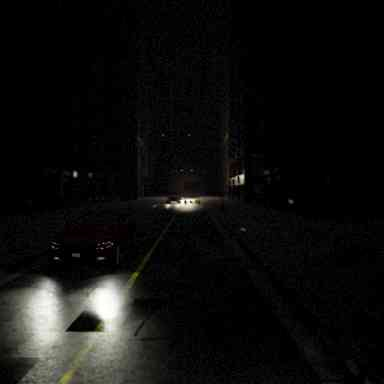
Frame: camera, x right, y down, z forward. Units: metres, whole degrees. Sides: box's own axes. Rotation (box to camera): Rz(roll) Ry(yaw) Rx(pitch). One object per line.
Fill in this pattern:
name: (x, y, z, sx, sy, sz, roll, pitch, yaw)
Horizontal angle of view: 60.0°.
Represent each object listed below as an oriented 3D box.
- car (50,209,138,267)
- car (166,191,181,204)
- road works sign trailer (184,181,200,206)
car: (-3.092, 1.401, 11.381, 1.882, 1.535, 5.008, 0, 0, 0)
car: (-3.012, 0.906, 54.527, 2.150, 2.045, 5.566, 0, 0, 0)
road works sign trailer: (0.043, 0.173, 49.620, 2.380, 3.560, 2.880, 0, 0, 0)
